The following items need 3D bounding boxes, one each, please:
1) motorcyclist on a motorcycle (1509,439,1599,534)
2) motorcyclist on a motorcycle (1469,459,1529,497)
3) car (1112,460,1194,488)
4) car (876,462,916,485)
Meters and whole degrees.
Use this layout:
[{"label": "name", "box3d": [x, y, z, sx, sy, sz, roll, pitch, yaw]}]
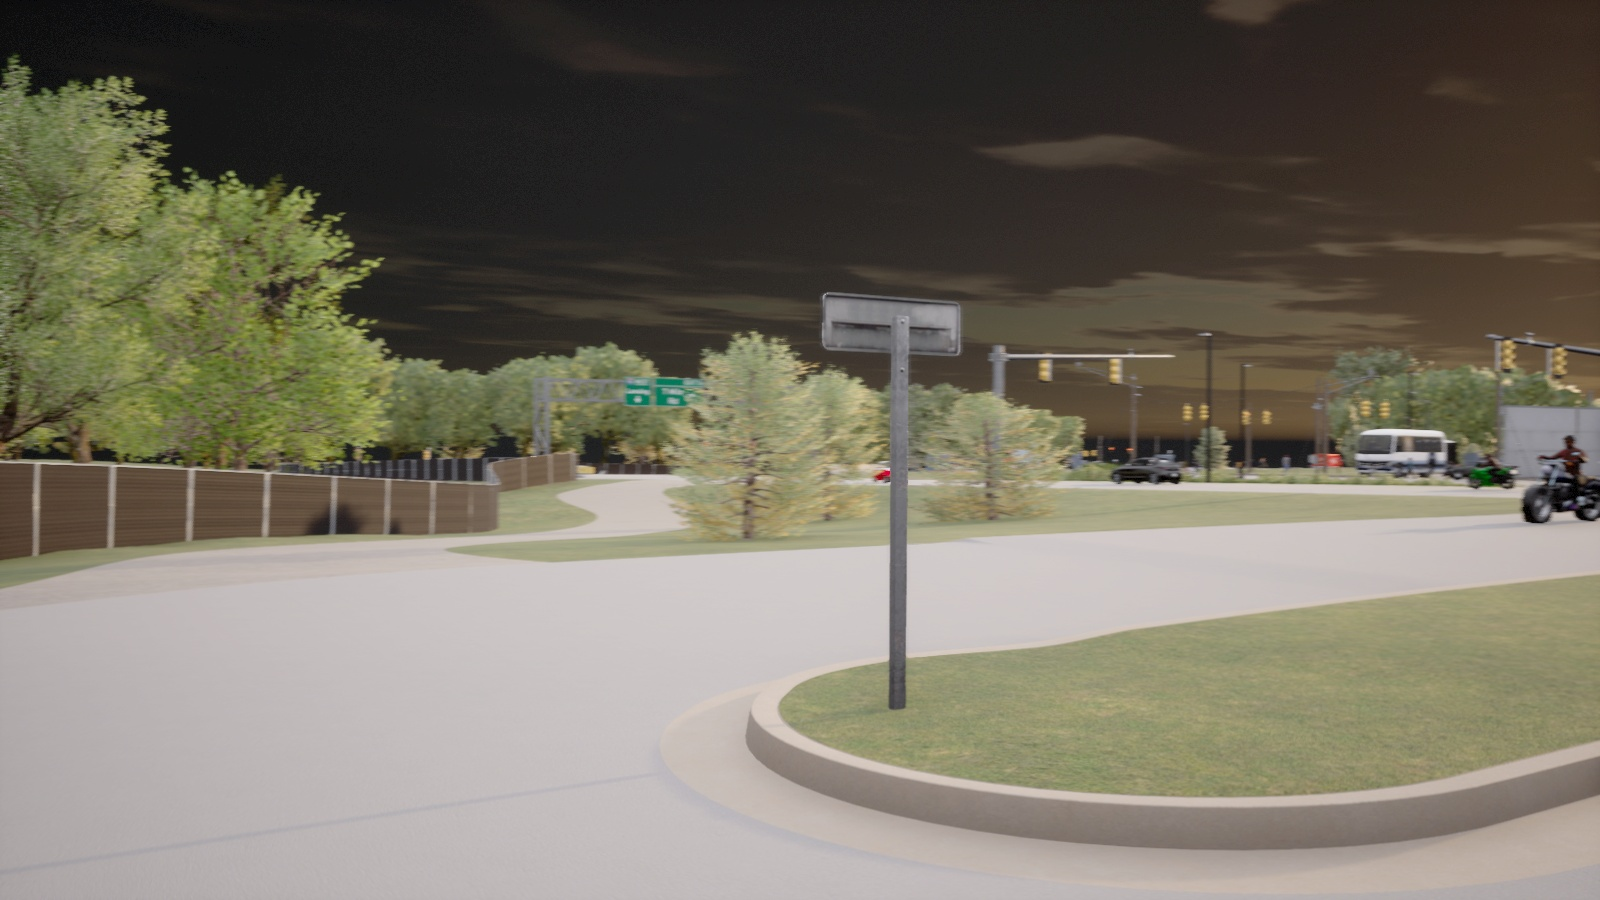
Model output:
[{"label": "motorcyclist on a motorcycle", "box3d": [13.864, 0.633, 22.624, 2.350, 1.649, 0.766, 0, 0, -30]}, {"label": "motorcyclist on a motorcycle", "box3d": [28.816, 1.130, 51.778, 0.797, 1.523, 2.044, 0, -1, -30]}, {"label": "car", "box3d": [19.160, 1.307, 68.348, 1.816, 1.474, 4.193, 0, -1, -30]}, {"label": "car", "box3d": [5.884, 1.417, 77.228, 1.481, 1.376, 2.207, 0, -1, -30]}]
